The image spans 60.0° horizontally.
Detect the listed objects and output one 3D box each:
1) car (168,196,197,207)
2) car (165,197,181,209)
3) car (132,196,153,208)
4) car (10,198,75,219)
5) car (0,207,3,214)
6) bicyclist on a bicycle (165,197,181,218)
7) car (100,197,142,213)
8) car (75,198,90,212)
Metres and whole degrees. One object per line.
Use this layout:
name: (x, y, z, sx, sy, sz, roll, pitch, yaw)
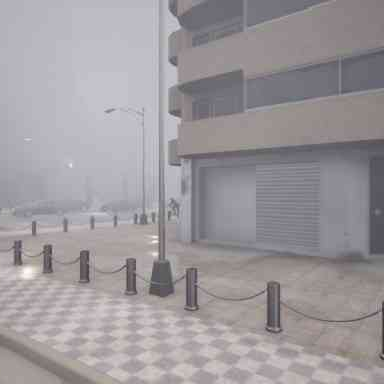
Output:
car: (-1.382, 1.449, 51.286, 1.837, 1.490, 4.892, 0, 0, 36)
car: (-2.118, 1.508, 44.334, 1.994, 1.385, 4.181, 0, 0, 36)
car: (-7.236, 1.296, 43.234, 2.097, 1.767, 4.553, 0, 0, 36)
car: (-13.203, 1.436, 29.043, 2.128, 1.511, 4.902, 0, 0, 36)
car: (-18.580, 1.545, 27.608, 1.895, 1.301, 4.718, 0, 0, 36)
bicyclist on a bicycle: (-1.503, 1.246, 26.473, 1.656, 1.620, 0.582, 0, 0, 36)
car: (-7.972, 1.508, 36.262, 1.994, 1.385, 4.181, 0, 0, 36)
car: (-13.100, 1.449, 35.149, 1.837, 1.490, 4.892, 0, 0, 36)
